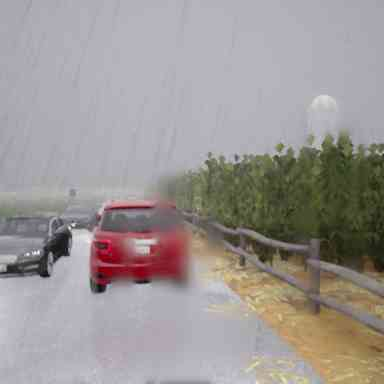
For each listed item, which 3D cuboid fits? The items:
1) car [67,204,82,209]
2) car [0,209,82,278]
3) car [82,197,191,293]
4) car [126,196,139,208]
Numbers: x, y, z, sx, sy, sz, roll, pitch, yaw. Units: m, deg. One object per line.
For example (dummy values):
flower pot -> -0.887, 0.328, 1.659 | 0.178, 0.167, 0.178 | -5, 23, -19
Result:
car -> -6.678, 1.492, 19.922 | 1.837, 1.490, 4.892 | 0, 0, -10
car -> -4.868, 1.485, 10.037 | 2.128, 1.511, 4.902 | 0, 0, -10
car -> -1.450, 1.215, 9.107 | 2.150, 2.045, 5.566 | 0, 0, -10
car -> -8.938, 1.448, 49.839 | 1.882, 1.535, 5.008 | 0, 0, -10
